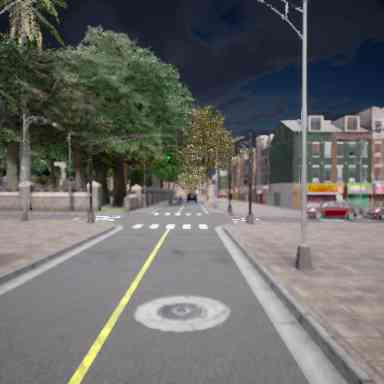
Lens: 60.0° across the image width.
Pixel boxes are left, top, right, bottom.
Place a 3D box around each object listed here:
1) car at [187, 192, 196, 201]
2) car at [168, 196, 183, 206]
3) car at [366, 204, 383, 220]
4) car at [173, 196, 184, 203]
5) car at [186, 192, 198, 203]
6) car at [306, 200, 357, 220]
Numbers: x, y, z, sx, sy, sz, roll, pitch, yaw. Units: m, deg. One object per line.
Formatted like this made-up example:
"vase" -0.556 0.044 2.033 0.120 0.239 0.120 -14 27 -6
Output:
"car" -0.031 1.066 80.137 2.150 2.045 5.566 0 0 0
"car" -2.829 1.429 54.664 2.128 1.511 4.902 0 0 0
"car" 17.257 1.574 28.663 4.097 1.590 1.967 1 0 0
"car" -2.777 1.475 69.895 2.033 1.411 5.357 0 0 0
"car" -0.027 1.175 69.716 2.150 2.045 5.566 0 0 0
"car" 11.823 1.513 28.661 4.097 1.590 1.967 1 0 0
